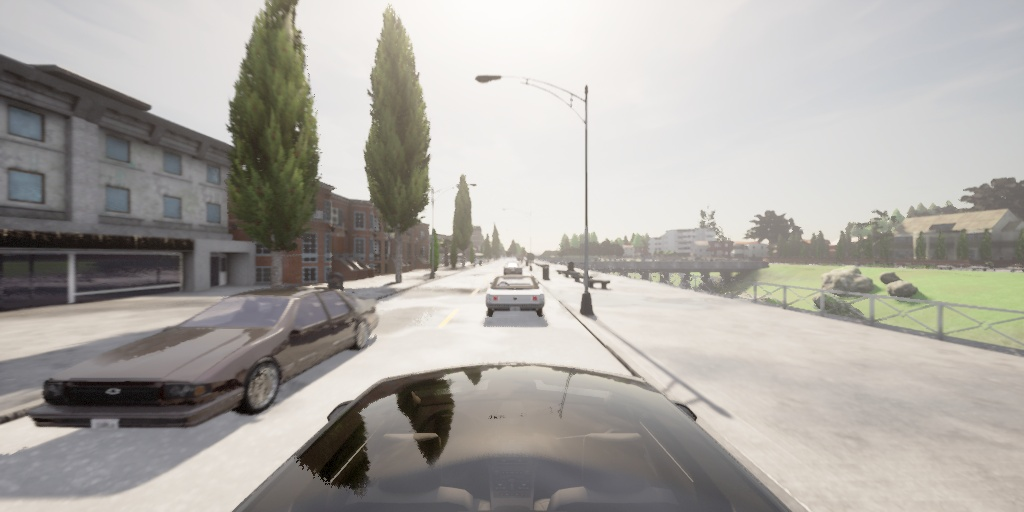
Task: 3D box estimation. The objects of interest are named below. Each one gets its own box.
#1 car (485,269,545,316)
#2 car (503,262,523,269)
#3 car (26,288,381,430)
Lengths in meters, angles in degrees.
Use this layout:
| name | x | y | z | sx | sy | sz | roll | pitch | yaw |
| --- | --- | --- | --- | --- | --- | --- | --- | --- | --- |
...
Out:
| name | x | y | z | sx | sy | sz | roll | pitch | yaw |
| --- | --- | --- | --- | --- | --- | --- | --- | --- | --- |
| car | 0.099 | 1.337 | 13.273 | 1.895 | 1.301 | 4.718 | 0 | 0 | 0 |
| car | 0.094 | 1.261 | 33.181 | 2.033 | 1.411 | 5.357 | 0 | 0 | 0 |
| car | -4.042 | 1.292 | 6.238 | 2.033 | 1.411 | 5.357 | 0 | 0 | 0 |
